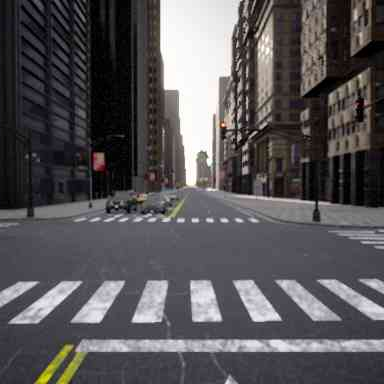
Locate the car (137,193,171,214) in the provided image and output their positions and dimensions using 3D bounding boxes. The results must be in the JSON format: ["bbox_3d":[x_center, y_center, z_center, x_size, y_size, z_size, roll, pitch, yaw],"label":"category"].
[{"bbox_3d":[-3.336,1.031,30.118,2.097,1.767,4.553,0,1,0],"label":"car"}]

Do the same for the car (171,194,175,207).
[{"bbox_3d":[-3.333,1.092,39.942,1.812,1.442,4.674,0,1,0],"label":"car"}]

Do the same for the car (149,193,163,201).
[{"bbox_3d":[-6.522,0.892,60.709,1.994,1.385,4.181,0,1,0],"label":"car"}]

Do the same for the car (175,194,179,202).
[{"bbox_3d":[-3.293,0.944,56.264,1.994,1.385,4.181,0,1,0],"label":"car"}]

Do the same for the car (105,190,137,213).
[{"bbox_3d":[-6.587,0.882,31.727,2.150,2.045,5.566,0,1,0],"label":"car"}]

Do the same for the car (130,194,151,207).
[{"bbox_3d":[-6.571,1.009,43.035,1.882,1.535,5.008,0,1,0],"label":"car"}]
